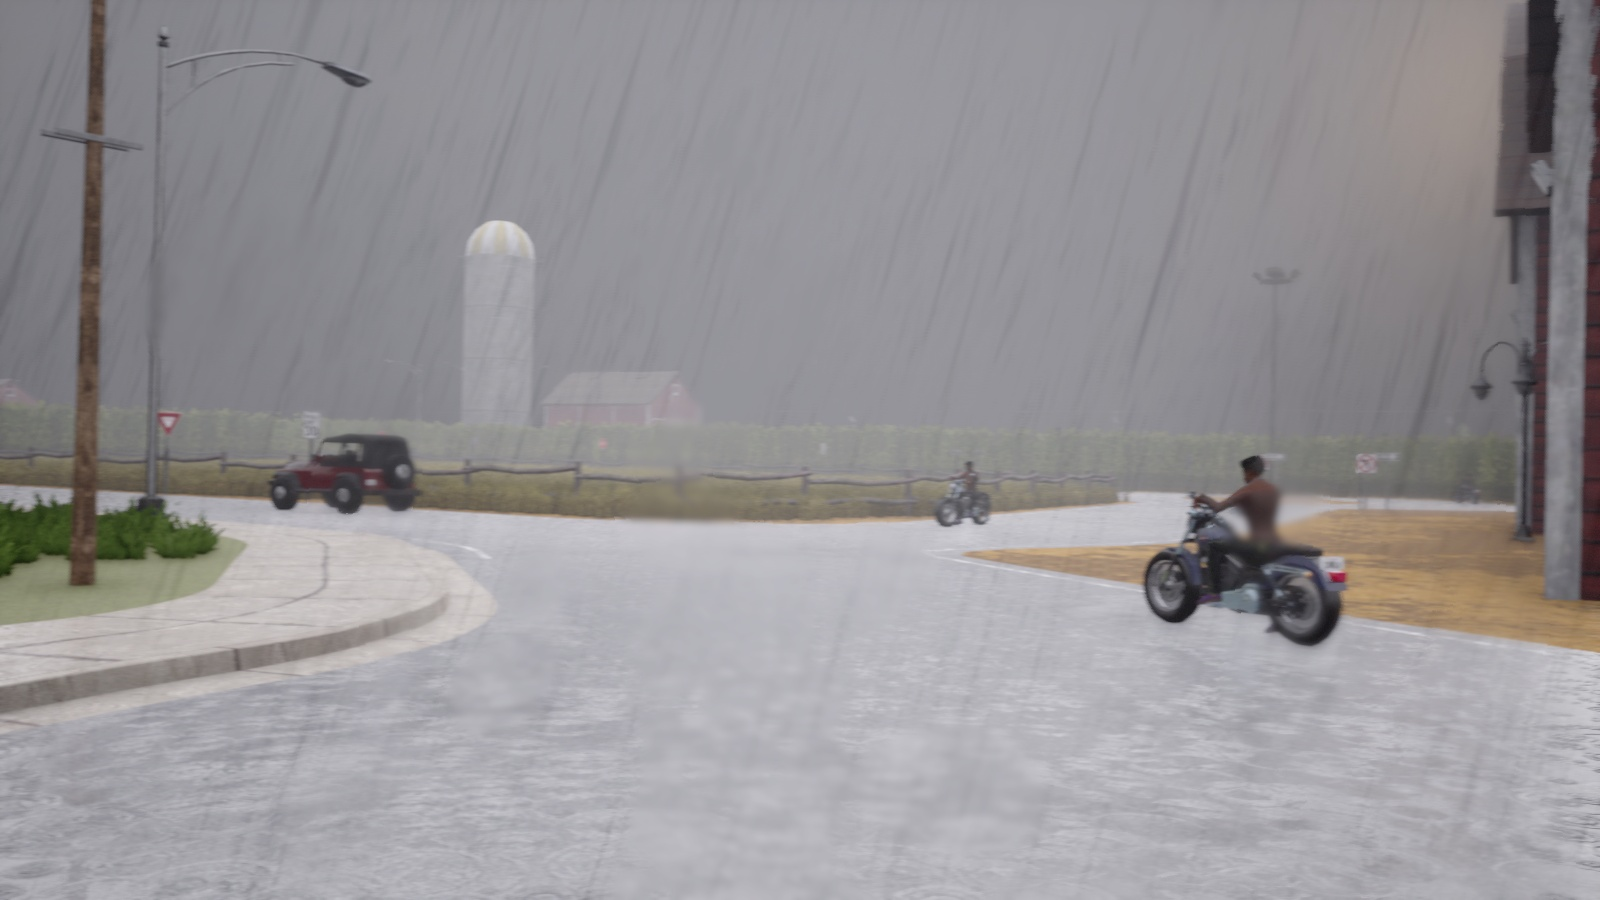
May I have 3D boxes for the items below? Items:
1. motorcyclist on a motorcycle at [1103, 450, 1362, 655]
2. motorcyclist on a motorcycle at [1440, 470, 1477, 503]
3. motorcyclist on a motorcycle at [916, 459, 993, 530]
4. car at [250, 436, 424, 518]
[{"bbox_3d":[3.812,0.839,11.322,0.766,1.649,2.350,1,-1,-25],"label":"motorcyclist on a motorcycle"},{"bbox_3d":[34.115,1.878,65.086,0.766,1.649,2.350,0,-1,3],"label":"motorcyclist on a motorcycle"},{"bbox_3d":[3.795,1.055,30.660,0.766,1.649,2.350,1,0,37],"label":"motorcyclist on a motorcycle"},{"bbox_3d":[-11.297,0.627,30.627,3.866,1.878,1.905,1,-1,30],"label":"car"}]
